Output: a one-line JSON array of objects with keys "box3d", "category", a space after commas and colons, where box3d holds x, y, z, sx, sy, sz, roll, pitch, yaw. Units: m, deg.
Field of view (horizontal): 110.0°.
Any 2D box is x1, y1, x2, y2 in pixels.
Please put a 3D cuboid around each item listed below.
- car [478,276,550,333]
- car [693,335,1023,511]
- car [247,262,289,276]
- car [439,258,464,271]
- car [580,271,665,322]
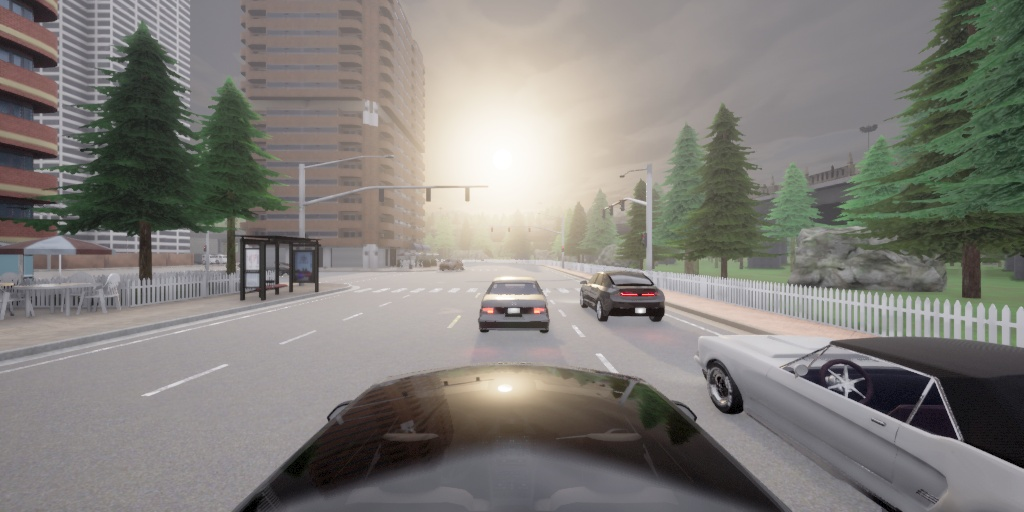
[{"box3d": [0.083, 1.297, 10.724, 2.033, 1.411, 5.357, 0, 0, 1], "category": "car"}, {"box3d": [3.514, 1.351, 3.048, 1.895, 1.301, 4.718, 0, 0, 1], "category": "car"}, {"box3d": [-25.163, 1.331, 37.719, 4.674, 1.442, 1.812, 0, 0, 0], "category": "car"}, {"box3d": [-8.022, 1.112, 47.925, 2.097, 1.767, 4.553, 0, 0, 13], "category": "car"}, {"box3d": [3.571, 1.255, 12.311, 1.837, 1.490, 4.892, 0, 0, 1], "category": "car"}]
